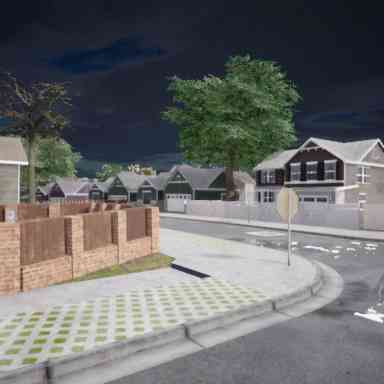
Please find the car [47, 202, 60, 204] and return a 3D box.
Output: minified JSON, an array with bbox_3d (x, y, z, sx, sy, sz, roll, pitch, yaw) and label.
[{"bbox_3d":[-19.471,2.090,46.984,1.882,1.535,5.008,1,-2,-42],"label":"car"}]
